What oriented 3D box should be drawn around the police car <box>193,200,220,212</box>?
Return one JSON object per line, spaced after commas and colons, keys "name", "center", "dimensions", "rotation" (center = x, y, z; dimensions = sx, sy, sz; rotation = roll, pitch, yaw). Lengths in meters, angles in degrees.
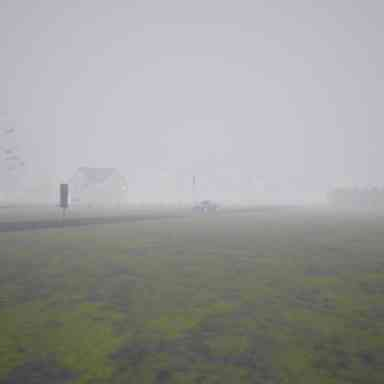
{"name": "police car", "center": [1.945, 1.902, 46.093], "dimensions": [1.930, 1.638, 5.238], "rotation": [1, 0, 35]}
